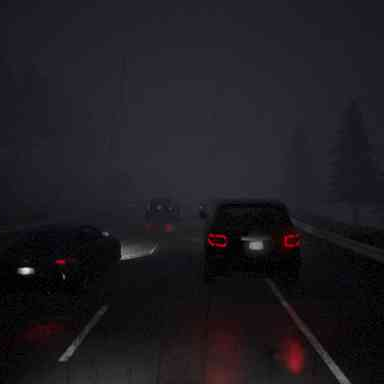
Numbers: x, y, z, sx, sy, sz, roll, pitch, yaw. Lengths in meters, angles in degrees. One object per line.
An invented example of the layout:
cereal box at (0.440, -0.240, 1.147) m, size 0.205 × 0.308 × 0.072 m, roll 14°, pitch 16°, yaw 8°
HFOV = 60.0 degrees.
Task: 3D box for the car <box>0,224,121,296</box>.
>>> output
car at (-3.202, 1.511, 8.554) m, size 1.994 × 1.385 × 4.181 m, roll 0°, pitch 0°, yaw 2°

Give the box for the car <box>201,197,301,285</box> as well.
car at (1.401, 1.169, 9.481) m, size 2.150 × 2.045 × 5.566 m, roll 0°, pitch 0°, yaw 2°

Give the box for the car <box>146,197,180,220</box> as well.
car at (-2.202, 1.194, 26.261) m, size 2.097 × 1.767 × 4.553 m, roll 0°, pitch 0°, yaw 5°

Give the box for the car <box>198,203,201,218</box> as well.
car at (1.614, 1.366, 30.701) m, size 2.033 × 1.411 × 5.357 m, roll 0°, pitch 0°, yaw 6°

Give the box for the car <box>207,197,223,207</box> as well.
car at (3.192, 1.331, 45.748) m, size 1.895 × 1.301 × 4.718 m, roll 0°, pitch 0°, yaw 7°
